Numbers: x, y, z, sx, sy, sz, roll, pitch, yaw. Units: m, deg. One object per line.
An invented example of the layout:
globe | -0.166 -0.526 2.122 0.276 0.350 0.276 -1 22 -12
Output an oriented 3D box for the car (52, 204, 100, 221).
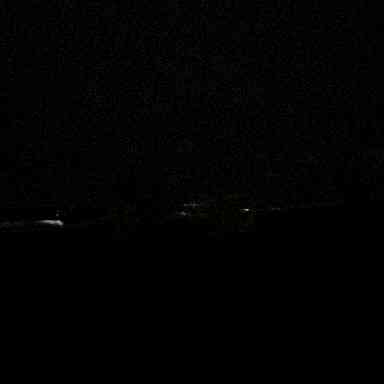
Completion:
car | -10.420 1.822 30.199 1.994 1.385 4.181 -1 -1 36

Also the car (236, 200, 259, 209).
car | 9.725 2.146 57.990 1.837 1.490 4.892 -1 -2 36

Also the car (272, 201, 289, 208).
car | 16.189 2.241 60.969 1.895 1.301 4.718 -1 -1 36

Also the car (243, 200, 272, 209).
car | 10.112 2.072 52.462 2.033 1.411 5.357 -1 -1 36

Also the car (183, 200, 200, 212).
car | 0.722 1.818 45.650 2.097 1.767 4.553 -1 -1 36
